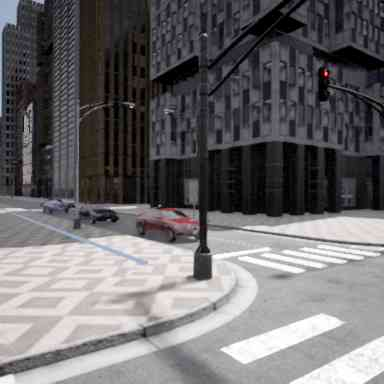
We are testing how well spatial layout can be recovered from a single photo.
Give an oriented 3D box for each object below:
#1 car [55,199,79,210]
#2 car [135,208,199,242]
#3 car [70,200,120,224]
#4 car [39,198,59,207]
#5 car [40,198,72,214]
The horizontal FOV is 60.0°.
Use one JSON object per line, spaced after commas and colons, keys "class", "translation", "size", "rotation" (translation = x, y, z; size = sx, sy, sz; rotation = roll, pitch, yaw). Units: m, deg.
{"class": "car", "translation": [-16.572, 1.635, 43.851], "size": [1.895, 1.301, 4.718], "rotation": [0, 0, -35]}
{"class": "car", "translation": [-1.241, 1.572, 16.931], "size": [1.812, 1.442, 4.674], "rotation": [0, 0, -37]}
{"class": "car", "translation": [-7.384, 1.583, 25.551], "size": [2.033, 1.411, 5.357], "rotation": [0, 0, -35]}
{"class": "car", "translation": [-22.350, 1.592, 51.857], "size": [1.994, 1.385, 4.181], "rotation": [0, 0, -36]}
{"class": "car", "translation": [-14.757, 1.550, 35.909], "size": [1.812, 1.442, 4.674], "rotation": [0, 0, -35]}
